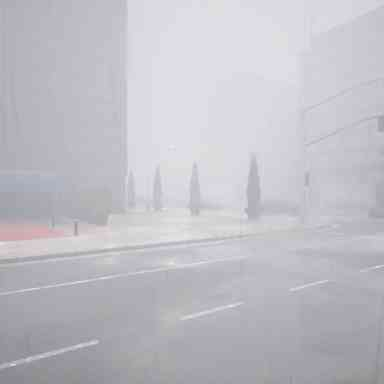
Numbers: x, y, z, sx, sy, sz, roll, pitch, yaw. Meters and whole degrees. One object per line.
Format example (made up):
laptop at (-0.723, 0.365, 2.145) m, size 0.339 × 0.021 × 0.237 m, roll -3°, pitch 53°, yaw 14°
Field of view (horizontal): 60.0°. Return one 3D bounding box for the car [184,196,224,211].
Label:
car at (1.638, 1.547, 41.453) m, size 2.033 × 1.411 × 5.357 m, roll 0°, pitch 0°, yaw -35°

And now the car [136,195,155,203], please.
car at (-9.874, 1.519, 70.413) m, size 2.128 × 1.511 × 4.902 m, roll 0°, pitch 0°, yaw -35°

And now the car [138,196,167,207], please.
car at (-6.397, 1.525, 53.041) m, size 1.812 × 1.442 × 4.674 m, roll 0°, pitch 0°, yaw -35°

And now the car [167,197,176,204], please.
car at (-4.158, 1.547, 62.386) m, size 2.033 × 1.411 × 5.357 m, roll 0°, pitch 0°, yaw -35°

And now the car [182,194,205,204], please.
car at (0.269, 1.352, 62.154) m, size 2.097 × 1.767 × 4.553 m, roll 0°, pitch 0°, yaw -35°

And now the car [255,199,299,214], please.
car at (9.234, 1.525, 36.664) m, size 1.812 × 1.442 × 4.674 m, roll 0°, pitch 0°, yaw -35°

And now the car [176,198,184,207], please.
car at (-0.031, 1.601, 49.988) m, size 1.895 × 1.301 × 4.718 m, roll 0°, pitch 0°, yaw -35°

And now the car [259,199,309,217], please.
car at (8.674, 1.491, 31.341) m, size 2.128 × 1.511 × 4.902 m, roll 0°, pitch 0°, yaw -35°

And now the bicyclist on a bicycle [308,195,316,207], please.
bicyclist on a bicycle at (16.857, 1.300, 46.689) m, size 1.656 × 1.620 × 0.582 m, roll 0°, pitch 0°, yaw -35°

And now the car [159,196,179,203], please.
car at (-4.859, 1.601, 69.491) m, size 1.895 × 1.301 × 4.718 m, roll 0°, pitch 0°, yaw -35°

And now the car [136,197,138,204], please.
car at (-9.063, 1.508, 63.121) m, size 1.837 × 1.490 × 4.892 m, roll 0°, pitch 0°, yaw -35°

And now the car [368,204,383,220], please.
car at (16.356, 1.564, 26.432) m, size 1.994 × 1.385 × 4.181 m, roll 0°, pitch 0°, yaw -35°
